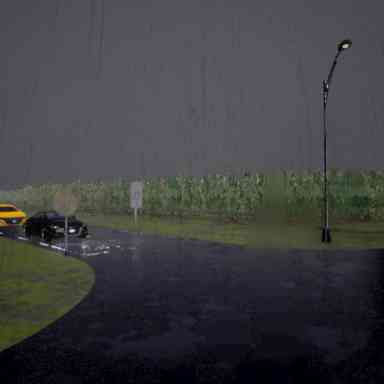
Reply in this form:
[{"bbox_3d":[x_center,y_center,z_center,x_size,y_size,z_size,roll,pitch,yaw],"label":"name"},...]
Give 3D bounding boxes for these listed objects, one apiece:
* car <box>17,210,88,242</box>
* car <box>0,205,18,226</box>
[{"bbox_3d":[-7.060,1.668,17.087,4.181,1.385,1.994,-1,-1,45],"label":"car"},{"bbox_3d":[-13.234,1.642,23.259,5.008,1.535,1.882,0,-1,45],"label":"car"}]
